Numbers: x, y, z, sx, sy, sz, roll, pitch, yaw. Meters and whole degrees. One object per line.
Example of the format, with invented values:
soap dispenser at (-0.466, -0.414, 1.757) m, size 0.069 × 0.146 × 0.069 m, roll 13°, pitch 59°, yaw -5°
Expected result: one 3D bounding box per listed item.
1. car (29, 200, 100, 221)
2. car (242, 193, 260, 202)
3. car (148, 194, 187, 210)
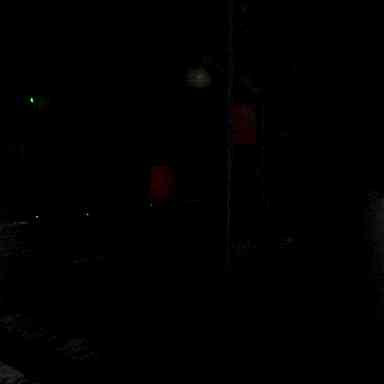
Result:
car at (-9.096, 1.302, 24.022) m, size 1.895 × 1.301 × 4.718 m, roll 0°, pitch 1°, yaw 35°
car at (9.376, 0.754, 50.408) m, size 1.895 × 1.301 × 4.718 m, roll 0°, pitch 1°, yaw 35°
car at (-2.417, 0.988, 33.605) m, size 2.128 × 1.511 × 4.902 m, roll 0°, pitch 1°, yaw 35°
